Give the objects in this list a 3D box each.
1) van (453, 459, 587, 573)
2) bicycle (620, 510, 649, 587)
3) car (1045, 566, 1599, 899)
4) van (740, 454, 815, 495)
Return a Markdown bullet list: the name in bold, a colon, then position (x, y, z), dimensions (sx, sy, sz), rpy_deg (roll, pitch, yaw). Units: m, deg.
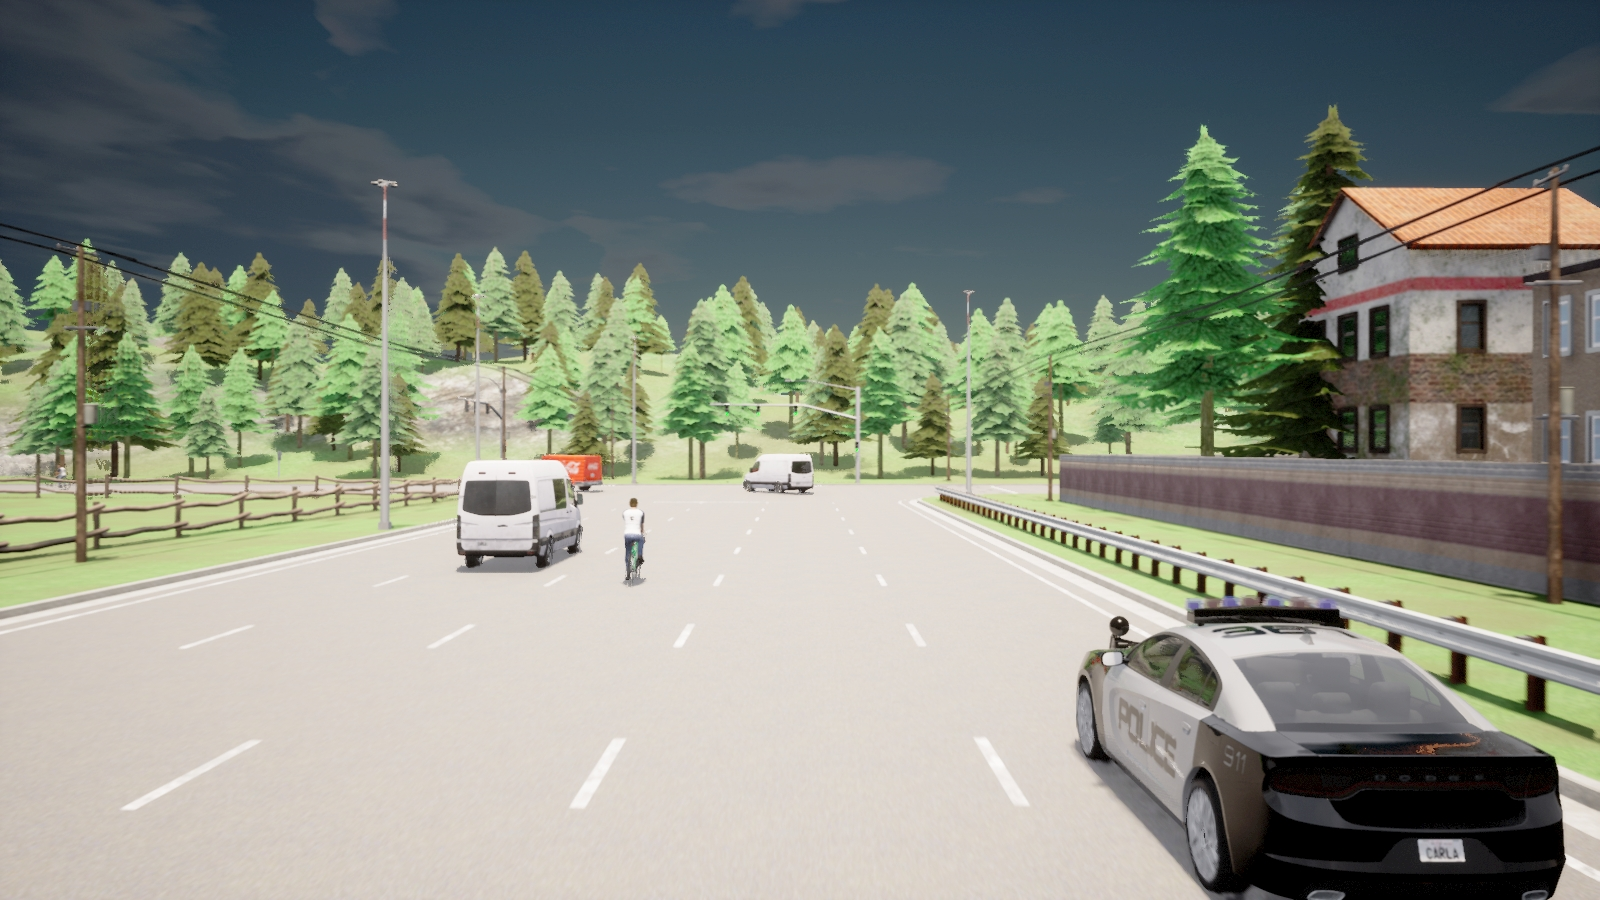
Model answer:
- **van**: position (-6.992, 1.536, 29.223), dimensions (1.988, 2.561, 5.915), rpy_deg (0, 0, 0)
- **bicycle**: position (-3.497, 2.058, 24.178), dimensions (0.373, 1.496, 1.643), rpy_deg (0, 0, 0)
- **car**: position (3.501, 1.983, 8.822), dimensions (2.097, 1.638, 5.238), rpy_deg (0, 0, 0)
- **van**: position (-1.539, 1.539, 74.956), dimensions (1.988, 2.561, 5.915), rpy_deg (1, 0, -35)
